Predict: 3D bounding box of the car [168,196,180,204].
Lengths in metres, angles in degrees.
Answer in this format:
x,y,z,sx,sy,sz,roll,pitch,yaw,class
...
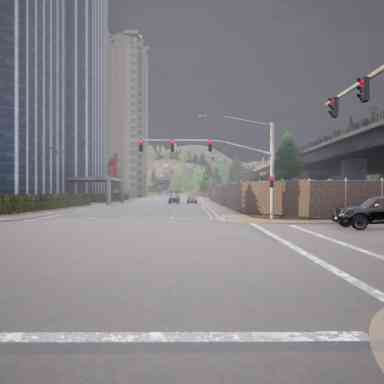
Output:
x,y,z,sx,sy,sz,roll,pitch,yaw,class
-3.492,1.478,64.188,1.882,1.535,5.008,0,0,0,car

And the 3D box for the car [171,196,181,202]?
x,y,z,sx,sy,sz,roll,pitch,yaw,class
-3.603,1.540,74.406,2.033,1.411,5.357,0,0,0,car

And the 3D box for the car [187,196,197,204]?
x,y,z,sx,sy,sz,roll,pitch,yaw,class
0.009,1.564,64.585,1.994,1.385,4.181,0,0,0,car

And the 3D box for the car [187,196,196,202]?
x,y,z,sx,sy,sz,roll,pitch,yaw,class
-0.104,1.595,74.547,1.895,1.301,4.718,0,0,0,car

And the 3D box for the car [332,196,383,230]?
x,y,z,sx,sy,sz,roll,pitch,yaw,class
11.816,1.277,20.920,5.566,2.045,2.150,0,0,0,car
